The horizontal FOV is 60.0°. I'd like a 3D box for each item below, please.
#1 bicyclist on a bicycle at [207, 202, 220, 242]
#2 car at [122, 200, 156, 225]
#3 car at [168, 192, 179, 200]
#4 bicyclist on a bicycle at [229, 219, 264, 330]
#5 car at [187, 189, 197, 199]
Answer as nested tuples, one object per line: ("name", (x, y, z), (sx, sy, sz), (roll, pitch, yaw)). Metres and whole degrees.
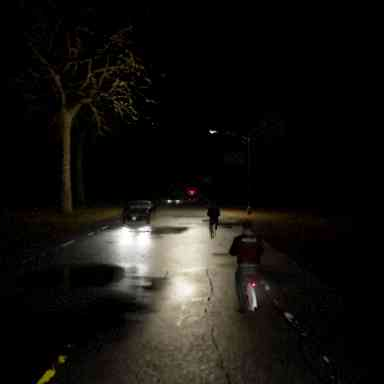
("bicyclist on a bicycle", (0.964, 1.311, 14.976), (0.659, 1.776, 1.843), (0, 1, 0))
("car", (-3.599, 1.363, 23.174), (2.128, 1.511, 4.902), (0, 1, 0))
("car", (-3.529, 0.720, 64.218), (1.882, 1.535, 5.008), (0, 1, 1))
("bicyclist on a bicycle", (0.964, 1.358, 5.994), (0.659, 1.776, 1.843), (0, 0, 0))
("car", (0.004, 0.626, 69.212), (2.128, 1.511, 4.902), (0, 1, 0))
